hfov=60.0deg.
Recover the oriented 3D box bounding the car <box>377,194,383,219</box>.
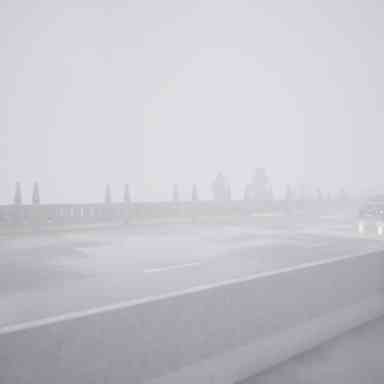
[{"bbox_3d":[11.958,1.215,16.855,5.566,2.045,2.150,0,0,-36],"label":"car"}]

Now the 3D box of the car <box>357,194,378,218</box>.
[{"bbox_3d":[16.766,1.230,29.515,5.566,2.045,2.150,0,0,-42],"label":"car"}]
